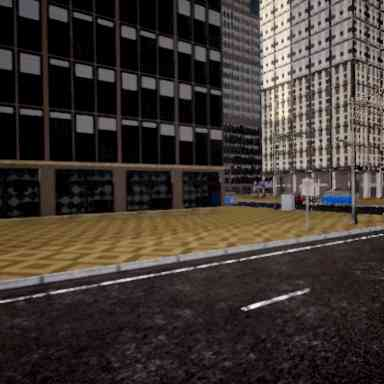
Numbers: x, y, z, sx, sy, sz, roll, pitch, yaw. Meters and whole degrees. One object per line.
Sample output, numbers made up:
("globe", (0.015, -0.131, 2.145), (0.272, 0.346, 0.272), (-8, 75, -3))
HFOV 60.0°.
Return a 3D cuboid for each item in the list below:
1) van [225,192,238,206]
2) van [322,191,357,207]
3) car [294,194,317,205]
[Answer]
("van", (4.378, 0.901, 44.364), (1.690, 1.788, 3.998), (-1, 1, -34))
("van", (17.617, 0.796, 39.949), (1.690, 1.788, 3.998), (-1, 1, -34))
("car", (14.441, 0.974, 44.488), (1.887, 1.381, 4.507), (-1, 1, -34))
